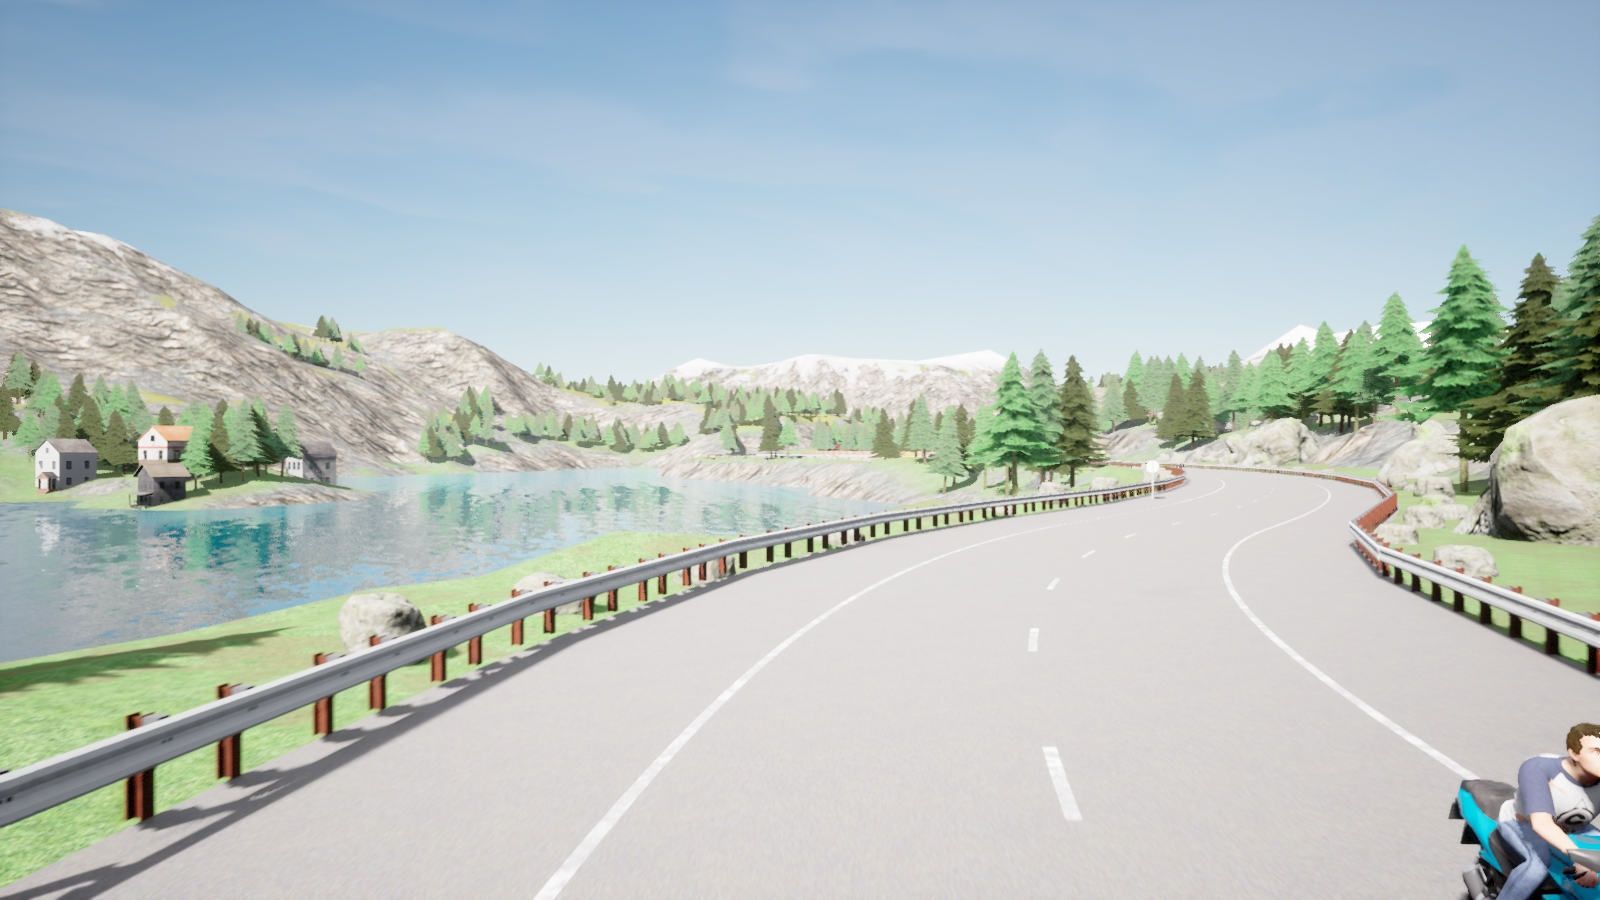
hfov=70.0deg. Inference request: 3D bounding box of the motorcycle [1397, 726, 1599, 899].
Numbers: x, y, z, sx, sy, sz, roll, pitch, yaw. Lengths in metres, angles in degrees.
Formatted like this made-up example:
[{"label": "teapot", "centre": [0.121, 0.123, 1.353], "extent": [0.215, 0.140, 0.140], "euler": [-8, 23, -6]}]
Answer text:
[{"label": "motorcycle", "centre": [3.704, 2.178, 5.432], "extent": [0.803, 1.217, 2.033], "euler": [0, 0, 5]}]
